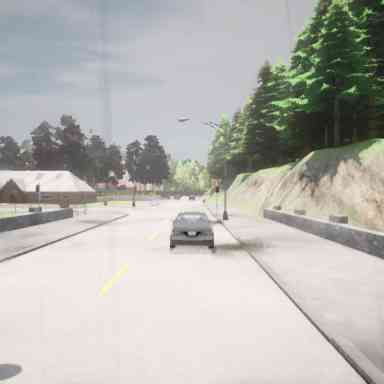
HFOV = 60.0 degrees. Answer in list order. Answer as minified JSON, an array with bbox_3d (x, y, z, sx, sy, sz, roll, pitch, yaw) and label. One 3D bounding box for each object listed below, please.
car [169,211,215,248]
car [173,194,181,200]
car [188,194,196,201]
[{"bbox_3d":[0.000,1.561,14.650,2.033,1.411,5.357,0,0,0],"label":"car"},{"bbox_3d":[-4.000,1.450,89.995,1.837,1.490,4.892,0,0,0],"label":"car"},{"bbox_3d":[0.000,1.487,84.689,2.128,1.511,4.902,0,0,0],"label":"car"}]
